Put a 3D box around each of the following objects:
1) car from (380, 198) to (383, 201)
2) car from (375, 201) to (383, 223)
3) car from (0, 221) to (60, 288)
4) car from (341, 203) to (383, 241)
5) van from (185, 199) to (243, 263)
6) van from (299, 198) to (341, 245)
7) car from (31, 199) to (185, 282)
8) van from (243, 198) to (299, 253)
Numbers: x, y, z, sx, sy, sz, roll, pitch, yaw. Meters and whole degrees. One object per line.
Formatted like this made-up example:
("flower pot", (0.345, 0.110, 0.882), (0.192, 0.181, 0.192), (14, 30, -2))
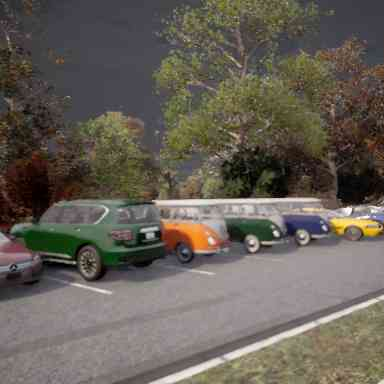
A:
("car", (13.669, 1.237, 22.205), (5.566, 2.045, 2.435), (-1, 0, 34))
("car", (16.264, 1.481, 23.826), (5.366, 1.575, 1.946), (-1, -1, 34))
("car", (-5.670, 1.545, 8.340), (4.674, 1.452, 2.002), (-1, -1, 34))
("car", (6.592, 1.489, 16.889), (5.366, 1.575, 1.946), (-1, -1, 34))
("van", (-0.730, 1.273, 11.736), (4.442, 1.987, 1.878), (-1, -1, 35))
("van", (4.112, 1.269, 15.202), (4.442, 1.987, 1.878), (-1, -1, 34))
("car", (-3.275, 1.252, 10.084), (5.566, 2.045, 2.435), (-1, 0, 34))
("van", (1.690, 1.271, 13.469), (4.442, 1.987, 1.878), (-1, -1, 34))
